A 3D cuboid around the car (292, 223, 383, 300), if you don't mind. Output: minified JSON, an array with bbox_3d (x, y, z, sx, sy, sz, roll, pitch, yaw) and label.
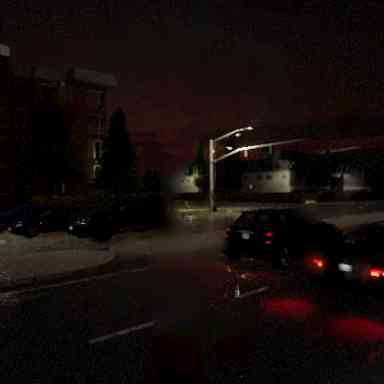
[{"bbox_3d":[4.922,1.510,8.090,5.357,1.411,2.033,0,0,-40],"label":"car"}]

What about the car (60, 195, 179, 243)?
[{"bbox_3d":[-3.210,1.208,16.427,5.566,2.045,2.150,-1,0,-40],"label":"car"}]

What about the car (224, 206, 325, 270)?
[{"bbox_3d":[3.222,1.317,11.230,4.553,1.767,2.097,0,0,-40],"label":"car"}]

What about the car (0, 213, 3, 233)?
[{"bbox_3d":[-9.859,1.491,19.985,5.008,1.535,1.882,0,0,-40],"label":"car"}]

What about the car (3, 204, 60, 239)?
[{"bbox_3d":[-7.109,1.530,17.716,4.674,1.442,1.812,0,0,-40],"label":"car"}]
